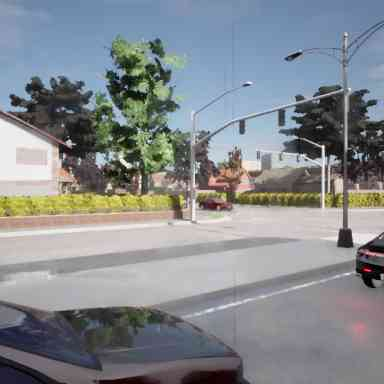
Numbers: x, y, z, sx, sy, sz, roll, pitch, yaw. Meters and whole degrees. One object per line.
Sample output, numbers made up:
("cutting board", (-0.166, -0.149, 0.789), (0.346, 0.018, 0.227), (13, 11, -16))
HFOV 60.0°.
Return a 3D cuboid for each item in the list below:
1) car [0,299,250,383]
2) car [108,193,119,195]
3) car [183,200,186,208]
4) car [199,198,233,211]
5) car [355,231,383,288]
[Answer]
("car", (-2.055, 1.547, 2.282), (5.357, 1.411, 2.033), (0, 0, -35))
("car", (-14.818, 1.221, 64.621), (2.150, 2.045, 5.566), (0, 0, -35))
("car", (-2.564, 1.352, 47.681), (2.097, 1.767, 4.553), (0, 0, -36))
("car", (2.852, 1.478, 40.240), (1.882, 1.535, 5.008), (0, 0, -36))
("car", (5.859, 1.492, 7.972), (4.902, 1.511, 2.128), (0, 0, -35))
